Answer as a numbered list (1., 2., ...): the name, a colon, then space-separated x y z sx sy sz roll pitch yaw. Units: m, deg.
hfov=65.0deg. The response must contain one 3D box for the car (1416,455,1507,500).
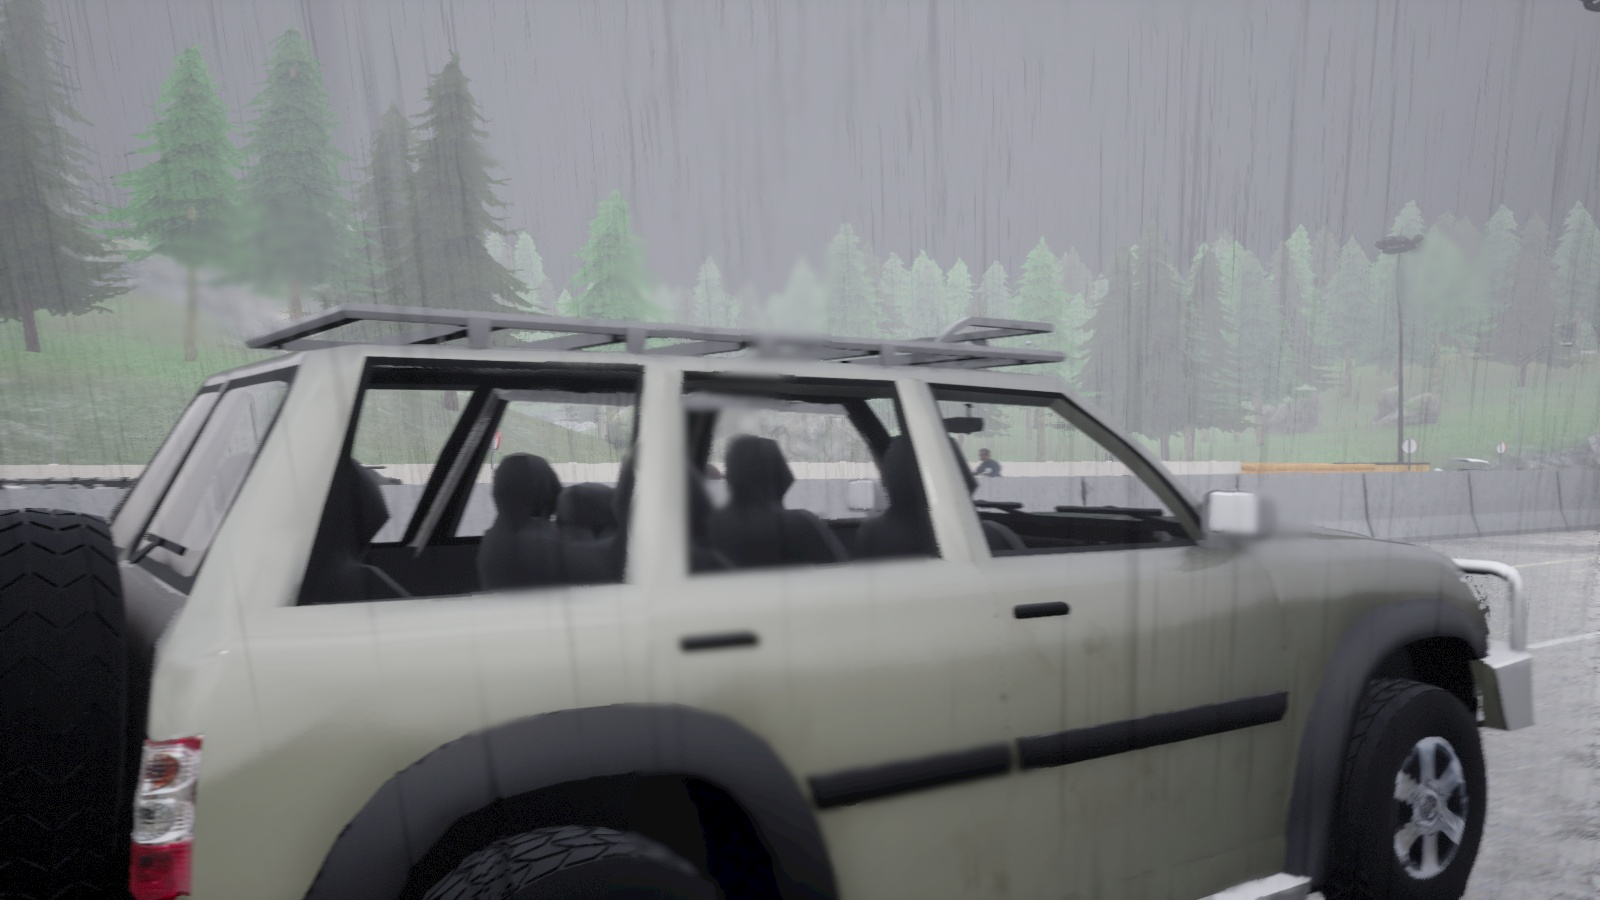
1. car: 21.183 0.854 40.229 2.207 1.376 1.481 0 1 -22

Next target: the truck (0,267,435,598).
1. truck: -8.664 -0.183 14.689 7.936 3.462 2.891 0 0 -35

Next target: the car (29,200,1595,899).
1. car: 0.362 0.570 3.912 4.605 1.855 1.932 0 0 -35
